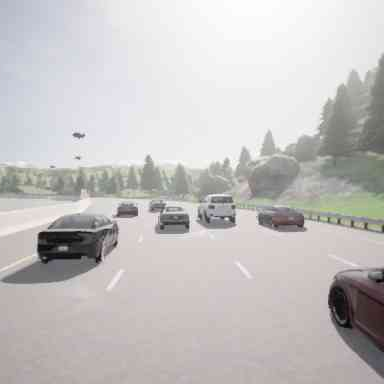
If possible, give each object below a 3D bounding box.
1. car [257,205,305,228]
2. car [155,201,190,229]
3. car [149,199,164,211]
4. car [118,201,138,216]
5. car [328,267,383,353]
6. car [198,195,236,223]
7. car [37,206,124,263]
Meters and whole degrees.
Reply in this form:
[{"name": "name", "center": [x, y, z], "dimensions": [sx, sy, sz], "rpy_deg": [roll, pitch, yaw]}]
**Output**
[{"name": "car", "center": [5.770, 1.553, 22.021], "dimensions": [1.994, 1.385, 4.181], "rpy_deg": [0, 0, -6]}, {"name": "car", "center": [-1.222, 1.551, 21.918], "dimensions": [2.033, 1.411, 5.357], "rpy_deg": [0, 0, -6]}, {"name": "car", "center": [-4.213, 1.557, 40.866], "dimensions": [2.033, 1.411, 5.357], "rpy_deg": [0, 0, -12]}, {"name": "car", "center": [-6.325, 1.578, 32.916], "dimensions": [1.994, 1.385, 4.181], "rpy_deg": [0, 0, -9]}, {"name": "car", "center": [3.450, 1.557, 4.298], "dimensions": [1.994, 1.385, 4.181], "rpy_deg": [0, 0, -1]}, {"name": "car", "center": [1.838, 1.219, 25.739], "dimensions": [2.150, 2.045, 5.566], "rpy_deg": [0, 0, -7]}, {"name": "car", "center": [-3.896, 1.486, 12.147], "dimensions": [1.882, 1.535, 5.008], "rpy_deg": [0, 0, -4]}]
